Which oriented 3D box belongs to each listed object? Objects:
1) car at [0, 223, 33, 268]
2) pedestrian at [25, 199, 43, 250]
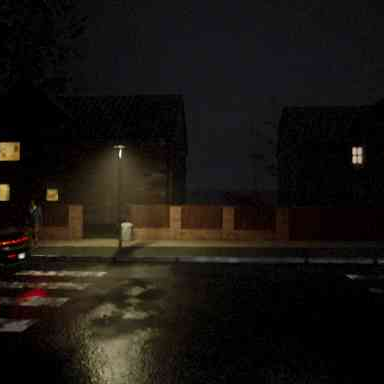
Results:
[{"bbox_3d":[-7.043,1.512,9.284,4.892,1.490,1.837,-1,-1,5],"label":"car"},{"bbox_3d":[-5.793,1.163,12.101,0.375,1.860,0.375,0,0,5],"label":"pedestrian"}]
